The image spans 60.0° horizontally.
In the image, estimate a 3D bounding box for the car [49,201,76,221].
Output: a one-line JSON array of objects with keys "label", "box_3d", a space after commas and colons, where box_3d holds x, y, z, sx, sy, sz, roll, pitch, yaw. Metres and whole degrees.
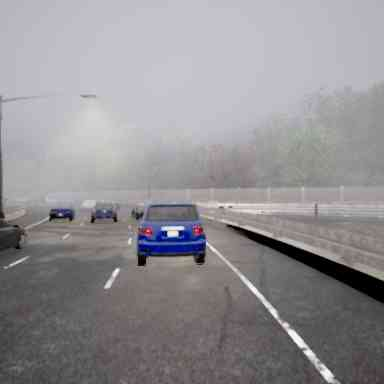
[{"label": "car", "box_3d": [-11.724, 1.780, 30.242, 1.882, 1.535, 5.008, 0, -1, -16]}]

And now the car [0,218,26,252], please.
[{"label": "car", "box_3d": [-7.825, 1.646, 12.316, 1.837, 1.490, 4.892, 0, 0, -6]}]

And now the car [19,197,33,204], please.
[{"label": "car", "box_3d": [-42.844, 2.272, 83.814, 4.674, 1.442, 1.812, -1, -1, 38]}]

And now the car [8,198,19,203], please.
[{"label": "car", "box_3d": [-45.088, 2.280, 81.128, 5.357, 1.411, 2.033, -1, -1, 38]}]

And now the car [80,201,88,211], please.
[{"label": "car", "box_3d": [-14.966, 1.987, 48.231, 1.812, 1.442, 4.674, 0, 0, -26]}]

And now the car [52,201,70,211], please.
[{"label": "car", "box_3d": [-19.310, 2.055, 49.032, 1.994, 1.385, 4.181, 0, -1, -28]}]

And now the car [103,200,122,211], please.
[{"label": "car", "box_3d": [-12.153, 1.989, 50.438, 1.812, 1.442, 4.674, 0, -1, -26]}]

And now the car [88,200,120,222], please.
[{"label": "car", "box_3d": [-7.744, 1.625, 29.365, 2.097, 1.767, 4.553, 0, -1, -15]}]

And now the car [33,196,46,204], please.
[{"label": "car", "box_3d": [-40.187, 1.992, 86.230, 5.566, 2.045, 2.150, -1, -1, 38]}]

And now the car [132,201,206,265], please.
[{"label": "car", "box_3d": [-0.837, 1.323, 12.257, 2.150, 2.045, 5.566, 0, 0, -6]}]
